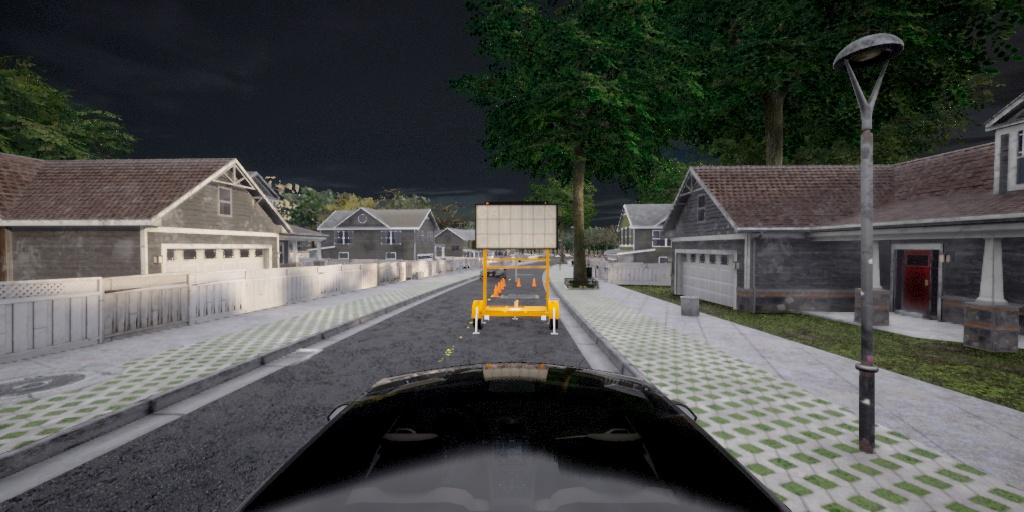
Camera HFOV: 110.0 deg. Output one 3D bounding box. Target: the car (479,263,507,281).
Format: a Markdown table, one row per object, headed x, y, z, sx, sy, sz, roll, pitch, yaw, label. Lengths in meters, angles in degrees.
| x | y | z | sx | sy | sz | roll | pitch | yaw | label |
| --- | --- | --- | --- | --- | --- | --- | --- | --- | --- |
| -1.519 | 1.306 | 30.120 | 1.994 | 1.385 | 4.181 | 0 | 0 | 5 | car |

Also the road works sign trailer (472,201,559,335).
| x | y | z | sx | sy | sz | roll | pitch | yaw | label |
| --- | --- | --- | --- | --- | --- | --- | --- | --- | --- |
| 0.129 | 0.213 | 10.545 | 2.380 | 3.560 | 2.880 | 0 | 0 | 2 | road works sign trailer |
